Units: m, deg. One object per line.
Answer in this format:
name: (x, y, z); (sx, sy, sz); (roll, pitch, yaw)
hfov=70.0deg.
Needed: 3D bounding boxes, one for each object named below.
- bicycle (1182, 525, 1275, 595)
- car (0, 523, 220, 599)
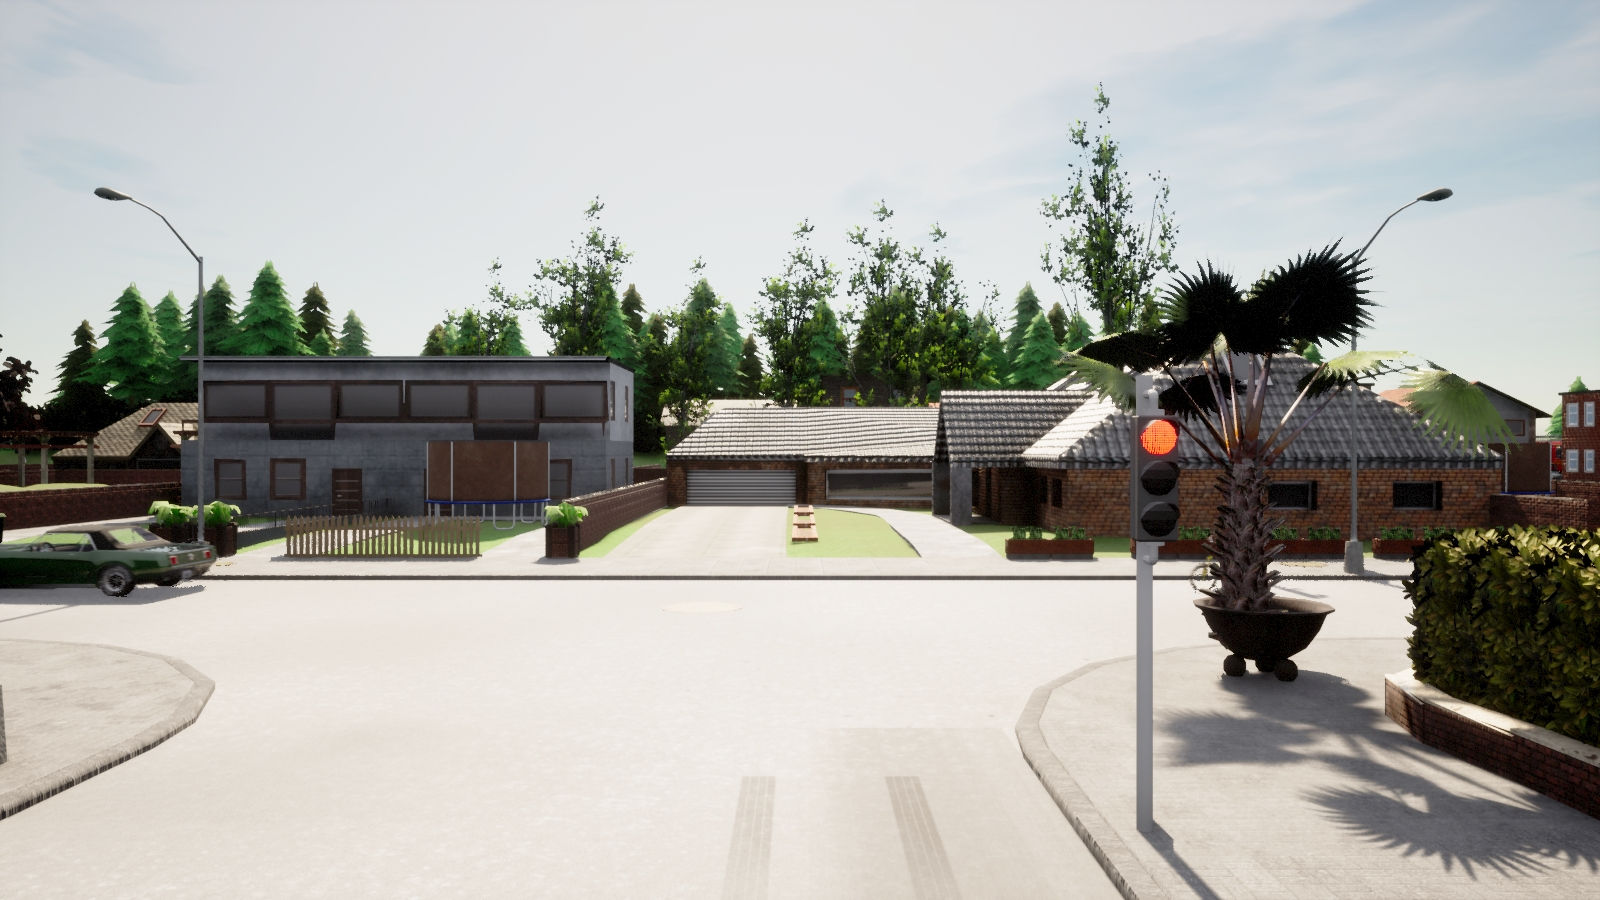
bicycle: (8.400, 2.149, 22.444); (1.487, 1.276, 0.859); (0, 0, 0)
car: (-14.214, 2.146, 22.433); (4.718, 1.301, 1.895); (0, 0, 1)
